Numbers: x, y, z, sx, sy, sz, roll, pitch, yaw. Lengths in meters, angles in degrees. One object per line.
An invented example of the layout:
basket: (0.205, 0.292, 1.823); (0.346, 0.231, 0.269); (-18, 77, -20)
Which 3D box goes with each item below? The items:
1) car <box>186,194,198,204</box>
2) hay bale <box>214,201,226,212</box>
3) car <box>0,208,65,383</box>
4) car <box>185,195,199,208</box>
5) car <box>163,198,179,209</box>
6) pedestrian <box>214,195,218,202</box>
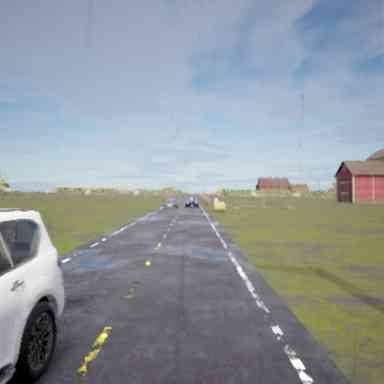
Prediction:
car: (-0.004, 1.290, 62.457); (2.097, 1.767, 4.553); (0, 0, 0)
hay bale: (3.112, 1.618, 37.663); (1.220, 1.180, 1.240); (-1, -1, 0)
car: (-2.851, 1.219, 2.452); (2.150, 2.045, 5.566); (0, 0, 0)
car: (0.011, 1.553, 48.049); (1.895, 1.301, 4.718); (0, 0, 0)
car: (-2.839, 1.481, 44.457); (1.812, 1.442, 4.674); (0, 0, 0)
pedestrian: (2.822, 1.267, 38.770); (0.375, 1.860, 0.375); (1, -1, 2)
